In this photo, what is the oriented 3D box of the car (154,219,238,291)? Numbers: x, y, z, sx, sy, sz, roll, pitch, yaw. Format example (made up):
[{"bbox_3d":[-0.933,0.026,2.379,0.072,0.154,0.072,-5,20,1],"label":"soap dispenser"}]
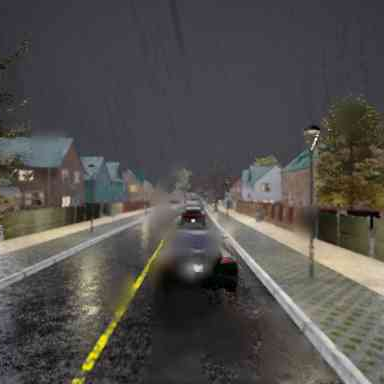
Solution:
[{"bbox_3d":[0.093,1.666,9.282,1.994,1.385,4.181,0,-1,0],"label":"car"}]

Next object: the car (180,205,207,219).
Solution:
[{"bbox_3d":[0.112,1.833,26.401,1.837,1.490,4.892,0,0,0],"label":"car"}]
